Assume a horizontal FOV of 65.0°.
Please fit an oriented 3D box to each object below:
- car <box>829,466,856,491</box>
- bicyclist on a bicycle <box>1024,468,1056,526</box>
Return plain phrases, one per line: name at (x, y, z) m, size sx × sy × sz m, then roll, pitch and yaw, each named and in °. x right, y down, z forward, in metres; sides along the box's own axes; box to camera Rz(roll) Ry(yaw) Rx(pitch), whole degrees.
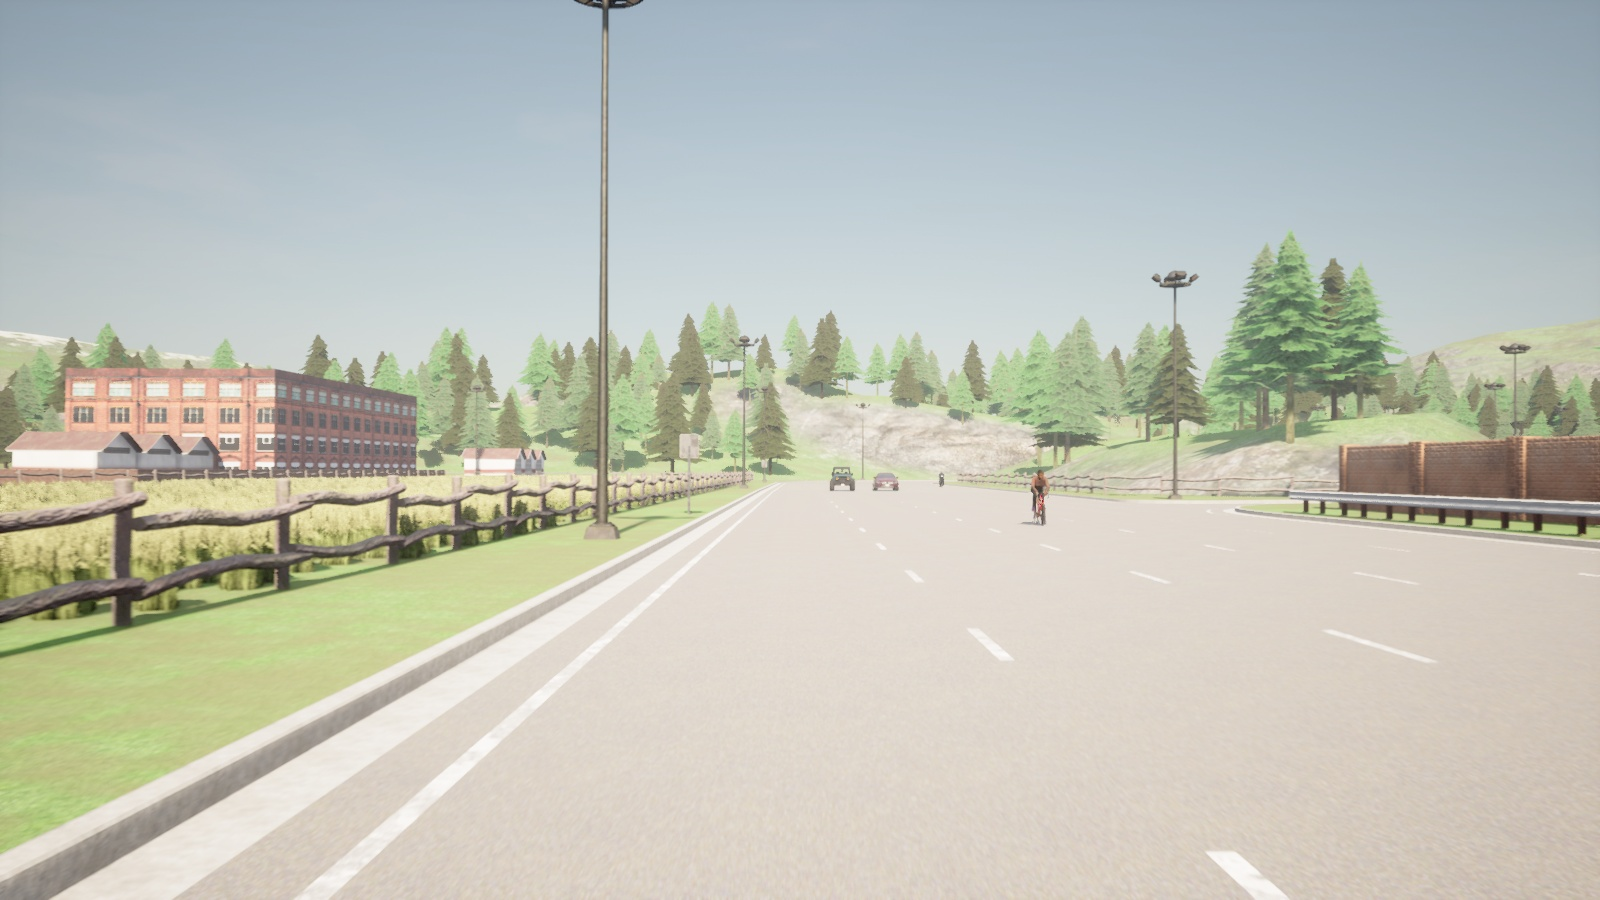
car at (3.291, 2.195, 97.688) m, size 1.905 × 1.878 × 3.866 m, roll 0°, pitch -1°, yaw 0°
bicyclist on a bicycle at (6.912, 1.332, 36.211) m, size 0.582 × 1.620 × 1.656 m, roll 0°, pitch -1°, yaw 0°
